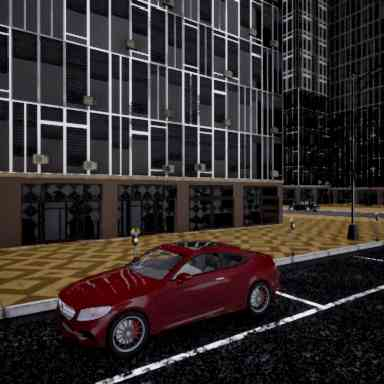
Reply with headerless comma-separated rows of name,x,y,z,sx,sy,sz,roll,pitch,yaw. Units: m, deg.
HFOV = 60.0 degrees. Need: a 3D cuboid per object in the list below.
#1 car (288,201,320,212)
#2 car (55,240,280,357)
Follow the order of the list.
car,15.183,1.899,45.317,2.008,1.369,4.403,-1,0,-36
car,-0.186,1.582,5.969,4.206,1.307,1.802,0,0,-36
